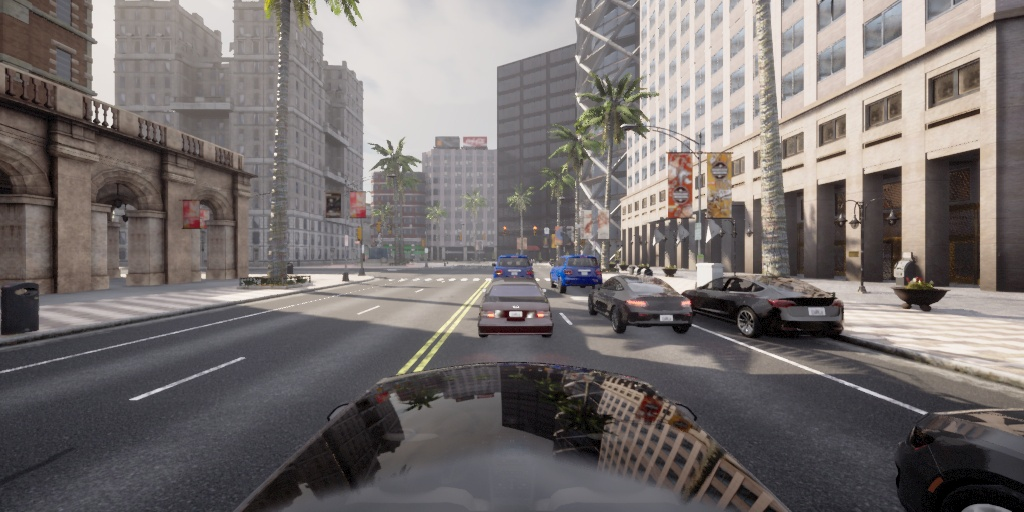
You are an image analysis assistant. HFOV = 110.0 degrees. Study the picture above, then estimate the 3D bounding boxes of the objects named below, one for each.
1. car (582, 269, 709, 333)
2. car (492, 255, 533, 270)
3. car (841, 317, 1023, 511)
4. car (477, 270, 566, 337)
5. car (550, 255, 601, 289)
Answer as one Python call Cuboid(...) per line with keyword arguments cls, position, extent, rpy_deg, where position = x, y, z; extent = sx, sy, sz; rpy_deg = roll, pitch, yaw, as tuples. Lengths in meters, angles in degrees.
Cuboid(cls="car", position=(3.562, 1.276, 10.620), extent=(1.812, 1.442, 4.674), rpy_deg=(0, 0, -1))
Cuboid(cls="car", position=(0.044, 0.971, 20.449), extent=(2.150, 2.045, 5.566), rpy_deg=(0, 0, -2))
Cuboid(cls="car", position=(3.601, 1.255, 0.445), extent=(1.837, 1.490, 4.892), rpy_deg=(0, 0, 0))
Cuboid(cls="car", position=(0.068, 1.297, 10.229), extent=(2.033, 1.411, 5.357), rpy_deg=(0, 0, 0))
Cuboid(cls="car", position=(3.543, 0.971, 20.583), extent=(2.150, 2.045, 5.566), rpy_deg=(0, 0, -2))
